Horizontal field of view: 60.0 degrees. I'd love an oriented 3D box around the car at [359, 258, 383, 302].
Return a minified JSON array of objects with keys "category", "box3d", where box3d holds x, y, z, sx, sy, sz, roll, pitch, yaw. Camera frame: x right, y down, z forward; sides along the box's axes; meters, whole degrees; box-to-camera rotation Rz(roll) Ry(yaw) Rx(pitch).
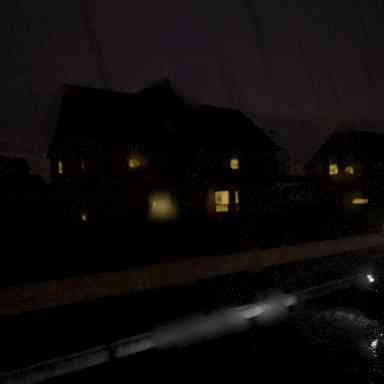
[{"category":"car","box3d":[5.862,1.550,7.255,5.357,1.411,2.033,0,0,-35]}]
